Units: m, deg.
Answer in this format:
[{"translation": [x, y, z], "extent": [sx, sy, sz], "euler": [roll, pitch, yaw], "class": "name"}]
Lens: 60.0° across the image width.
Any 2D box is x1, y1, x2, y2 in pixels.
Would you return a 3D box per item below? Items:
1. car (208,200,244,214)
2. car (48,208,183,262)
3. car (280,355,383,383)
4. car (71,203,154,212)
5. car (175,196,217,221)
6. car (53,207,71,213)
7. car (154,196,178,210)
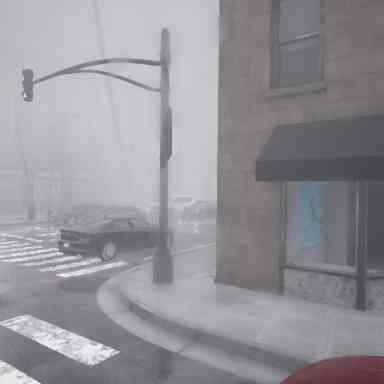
[{"translation": [4.201, 1.731, 40.007], "extent": [2.128, 1.511, 4.902], "euler": [1, 0, 36], "class": "car"}, {"translation": [-2.753, 1.644, 13.124], "extent": [1.882, 1.535, 5.008], "euler": [1, 0, 36], "class": "car"}, {"translation": [2.417, 1.545, 1.229], "extent": [4.507, 1.381, 1.887], "euler": [0, 1, 35], "class": "car"}, {"translation": [-4.979, 1.616, 21.541], "extent": [1.837, 1.490, 4.892], "euler": [1, 0, 35], "class": "car"}, {"translation": [0.924, 1.550, 29.822], "extent": [2.097, 1.767, 4.553], "euler": [1, 0, 36], "class": "car"}, {"translation": [-7.630, 1.569, 23.420], "extent": [1.837, 1.490, 4.892], "euler": [1, 0, 35], "class": "car"}, {"translation": [-1.770, 1.372, 31.648], "extent": [2.150, 2.045, 5.566], "euler": [1, 0, 35], "class": "car"}]
